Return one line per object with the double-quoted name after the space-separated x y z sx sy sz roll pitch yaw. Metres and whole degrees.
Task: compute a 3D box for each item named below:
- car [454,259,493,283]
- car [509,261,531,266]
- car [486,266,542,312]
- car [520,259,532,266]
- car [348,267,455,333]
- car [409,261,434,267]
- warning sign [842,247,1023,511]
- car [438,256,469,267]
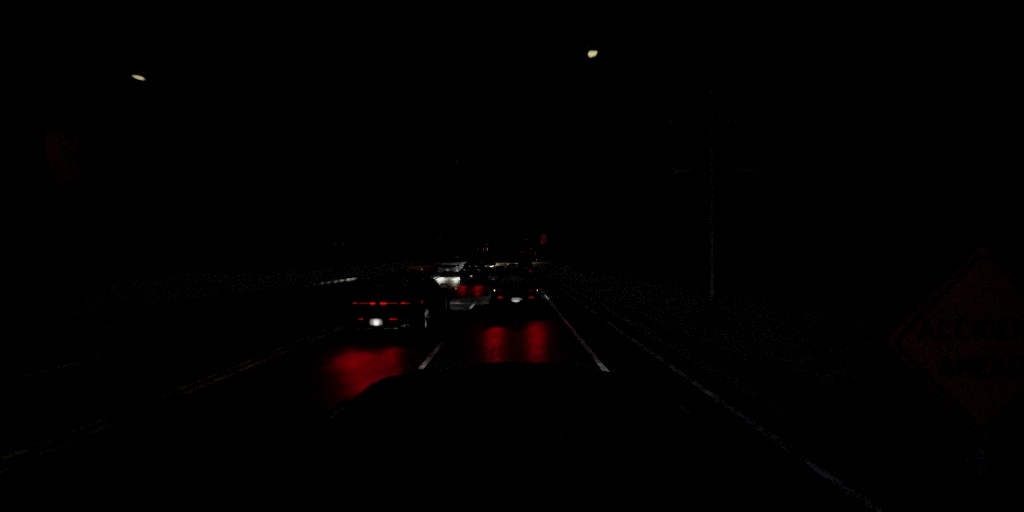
-2.945 1.270 28.624 2.128 1.511 4.902 0 0 1 "car"
0.317 1.344 29.326 1.994 1.385 4.181 0 0 1 "car"
0.147 1.286 14.132 1.812 1.442 4.674 0 0 0 "car"
1.852 1.167 52.290 2.097 1.767 4.553 0 0 2 "car"
-3.130 1.262 10.727 1.837 1.490 4.892 0 1 0 "car"
-9.480 1.267 37.373 1.882 1.535 5.008 0 0 1 "car"
3.223 0.867 2.491 1.300 1.860 1.060 0 0 0 "warning sign"
-6.227 1.011 37.671 2.150 2.045 5.566 0 0 1 "car"
